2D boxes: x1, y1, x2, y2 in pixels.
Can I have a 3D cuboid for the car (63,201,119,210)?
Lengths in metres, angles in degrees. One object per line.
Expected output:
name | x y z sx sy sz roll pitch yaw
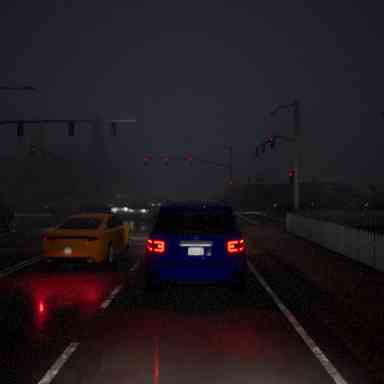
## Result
car | -7.044 1.547 23.826 2.033 1.411 5.357 0 0 0

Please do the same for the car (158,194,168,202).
car | -6.816 1.353 78.640 2.097 1.767 4.553 0 0 0

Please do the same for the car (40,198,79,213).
car | -14.016 1.477 36.599 5.008 1.535 1.882 0 2 -41

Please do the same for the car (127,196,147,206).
car | -6.994 1.525 44.310 1.812 1.442 4.674 0 0 0

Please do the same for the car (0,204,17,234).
car | -10.562 1.352 16.111 2.097 1.767 4.553 0 0 0

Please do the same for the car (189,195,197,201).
car | 0.208 1.539 88.996 2.033 1.411 5.357 0 0 0

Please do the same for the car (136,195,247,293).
car | 0.083 1.221 9.007 2.150 2.045 5.566 0 0 0

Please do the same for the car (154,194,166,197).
car | -6.869 1.547 65.762 2.033 1.411 5.357 0 0 1

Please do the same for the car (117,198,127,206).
car | -10.477 1.600 50.687 1.895 1.301 4.718 0 0 0

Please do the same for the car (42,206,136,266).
car | -3.397 1.477 11.629 1.882 1.535 5.008 0 0 0

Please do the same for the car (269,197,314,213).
car | 10.731 1.352 36.062 4.553 1.767 2.097 0 0 -1

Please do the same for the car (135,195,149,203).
car | -10.339 1.492 68.801 2.128 1.511 4.902 0 0 0

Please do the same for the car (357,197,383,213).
car | 20.513 1.352 36.282 4.553 1.767 2.097 0 0 -1
